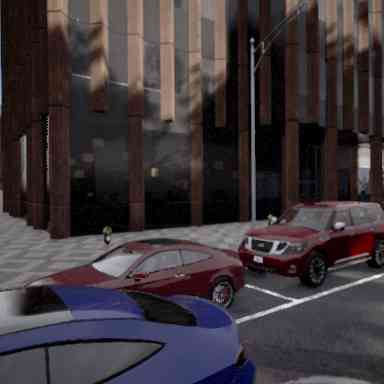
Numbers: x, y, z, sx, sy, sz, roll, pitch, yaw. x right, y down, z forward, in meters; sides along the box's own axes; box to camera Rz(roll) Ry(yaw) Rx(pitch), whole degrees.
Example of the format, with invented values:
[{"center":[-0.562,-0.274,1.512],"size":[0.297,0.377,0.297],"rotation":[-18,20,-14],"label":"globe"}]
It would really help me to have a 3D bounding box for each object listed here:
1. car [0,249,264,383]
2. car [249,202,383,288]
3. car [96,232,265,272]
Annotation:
[{"center":[-1.581,1.526,2.248],"size":[4.674,1.442,1.812],"rotation":[-1,0,-36],"label":"car"},{"center":[3.588,1.223,9.214],"size":[5.009,1.841,2.192],"rotation":[-1,0,-36],"label":"car"},{"center":[-0.850,1.551,6.043],"size":[4.206,1.307,1.802],"rotation":[-1,0,-36],"label":"car"}]
